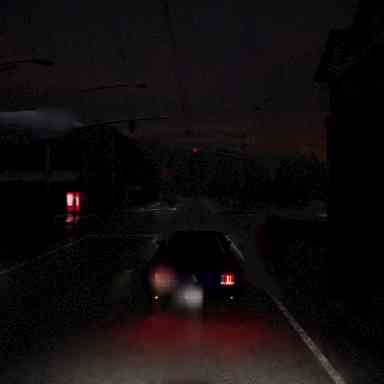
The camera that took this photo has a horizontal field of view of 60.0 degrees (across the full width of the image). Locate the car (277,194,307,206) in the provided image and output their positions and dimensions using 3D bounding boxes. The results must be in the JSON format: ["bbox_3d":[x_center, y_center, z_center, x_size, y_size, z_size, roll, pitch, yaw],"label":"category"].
[{"bbox_3d":[14.486,1.248,48.200,3.806,1.475,1.970,0,0,0],"label":"car"}]

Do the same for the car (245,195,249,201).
[{"bbox_3d":[13.747,1.113,70.317,4.605,1.855,1.932,0,0,0],"label":"car"}]

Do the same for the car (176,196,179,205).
[{"bbox_3d":[-3.588,1.505,56.122,1.837,1.490,4.892,0,0,0],"label":"car"}]

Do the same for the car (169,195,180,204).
[{"bbox_3d":[-3.536,1.478,66.548,1.882,1.535,5.008,0,0,0],"label":"car"}]

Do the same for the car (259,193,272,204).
[{"bbox_3d":[14.162,1.169,54.617,5.027,1.636,2.152,0,0,0],"label":"car"}]

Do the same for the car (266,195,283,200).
[{"bbox_3d":[21.302,1.399,85.922,3.806,1.475,1.970,0,0,0],"label":"car"}]

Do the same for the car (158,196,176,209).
[{"bbox_3d":[-3.596,1.505,46.505,1.837,1.490,4.892,0,0,0],"label":"car"}]

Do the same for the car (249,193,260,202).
[{"bbox_3d":[14.160,1.092,67.411,3.866,1.878,1.905,0,0,0],"label":"car"}]

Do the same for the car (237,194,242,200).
[{"bbox_3d":[13.881,1.389,88.901,3.633,1.501,1.845,0,0,0],"label":"car"}]

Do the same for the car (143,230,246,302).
[{"bbox_3d":[0.057,1.601,8.225,1.895,1.301,4.718,0,0,1],"label":"car"}]
